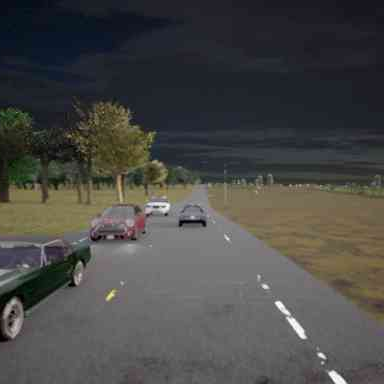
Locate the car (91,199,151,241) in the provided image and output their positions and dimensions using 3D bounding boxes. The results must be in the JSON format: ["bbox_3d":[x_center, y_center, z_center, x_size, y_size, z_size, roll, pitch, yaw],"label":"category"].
[{"bbox_3d":[-3.570,1.410,16.876,2.097,1.767,4.553,0,0,0],"label":"car"}]

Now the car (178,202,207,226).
[{"bbox_3d":[0.045,1.690,24.369,1.994,1.385,4.181,0,-1,0],"label":"car"}]

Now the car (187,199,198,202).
[{"bbox_3d":[0.088,1.774,43.493,2.097,1.767,4.553,0,-1,0],"label":"car"}]

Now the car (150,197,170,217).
[{"bbox_3d":[-3.536,1.503,35.405,2.150,2.045,5.566,0,-1,0],"label":"car"}]

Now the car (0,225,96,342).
[{"bbox_3d":[-3.599,1.608,6.608,1.895,1.301,4.718,0,0,0],"label":"car"}]
